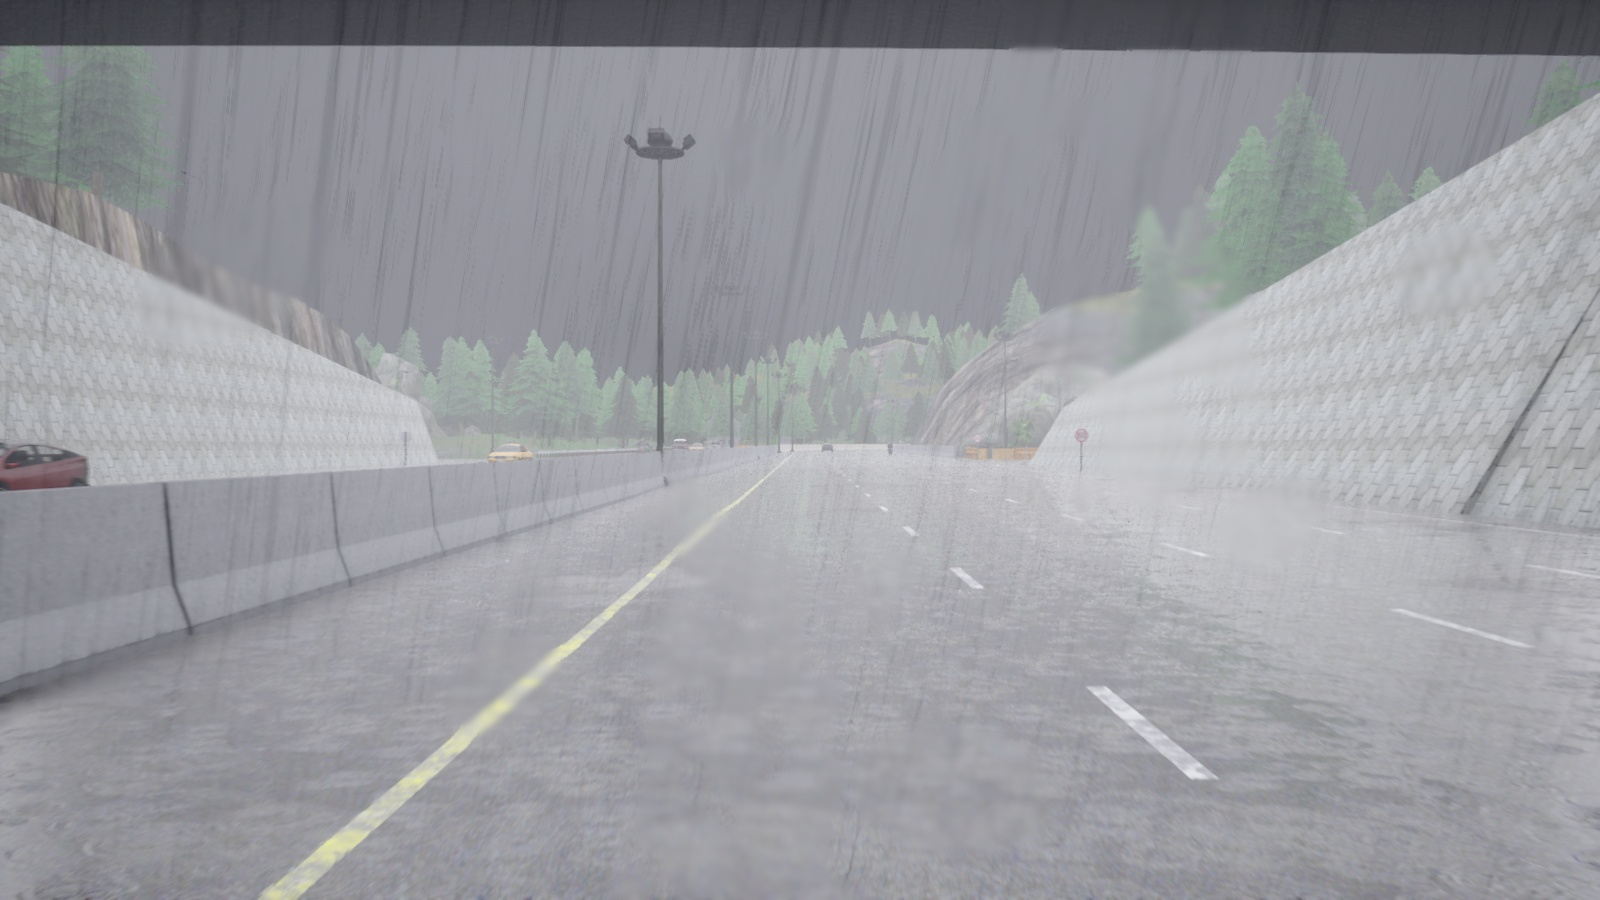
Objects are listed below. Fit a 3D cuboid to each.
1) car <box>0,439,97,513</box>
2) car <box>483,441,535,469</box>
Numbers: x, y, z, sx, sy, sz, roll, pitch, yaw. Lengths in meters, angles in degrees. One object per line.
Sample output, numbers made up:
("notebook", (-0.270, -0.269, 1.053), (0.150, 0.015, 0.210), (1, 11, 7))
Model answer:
("car", (-17.356, 0.527, 26.932), (2.007, 1.525, 4.514), (0, 0, 0))
("car", (-17.139, 0.253, 74.298), (1.801, 1.575, 5.366), (0, 0, 0))
